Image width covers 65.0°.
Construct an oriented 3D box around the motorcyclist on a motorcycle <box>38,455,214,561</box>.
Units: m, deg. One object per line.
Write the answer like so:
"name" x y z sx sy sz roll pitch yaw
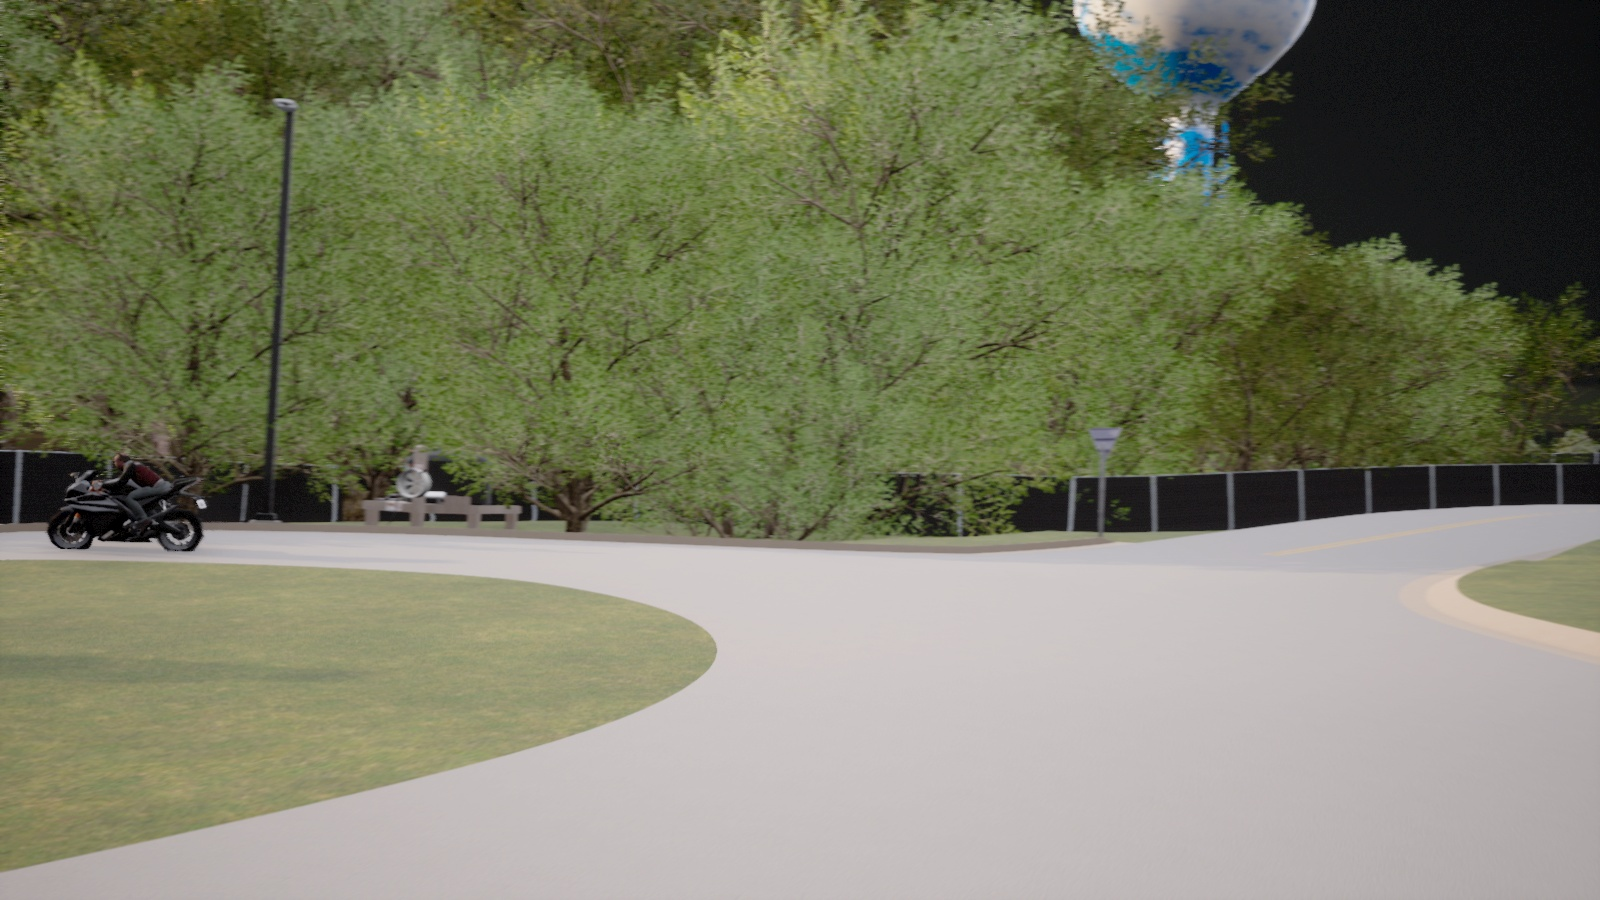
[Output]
"motorcyclist on a motorcycle" -10.288 0.875 19.246 2.191 1.530 0.866 1 0 -7
